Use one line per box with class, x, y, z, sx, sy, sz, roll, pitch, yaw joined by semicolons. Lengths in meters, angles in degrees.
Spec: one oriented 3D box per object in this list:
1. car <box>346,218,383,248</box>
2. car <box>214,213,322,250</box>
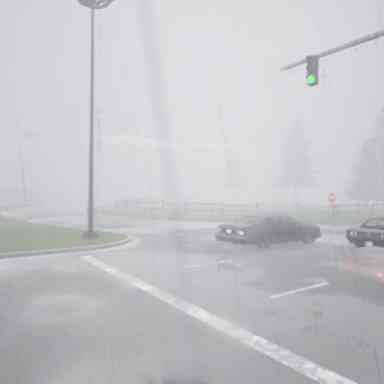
car;8.726;1.746;14.271;4.718;1.301;1.895;1;0;-35
car;3.520;1.656;14.857;5.357;1.411;2.033;1;0;-35
